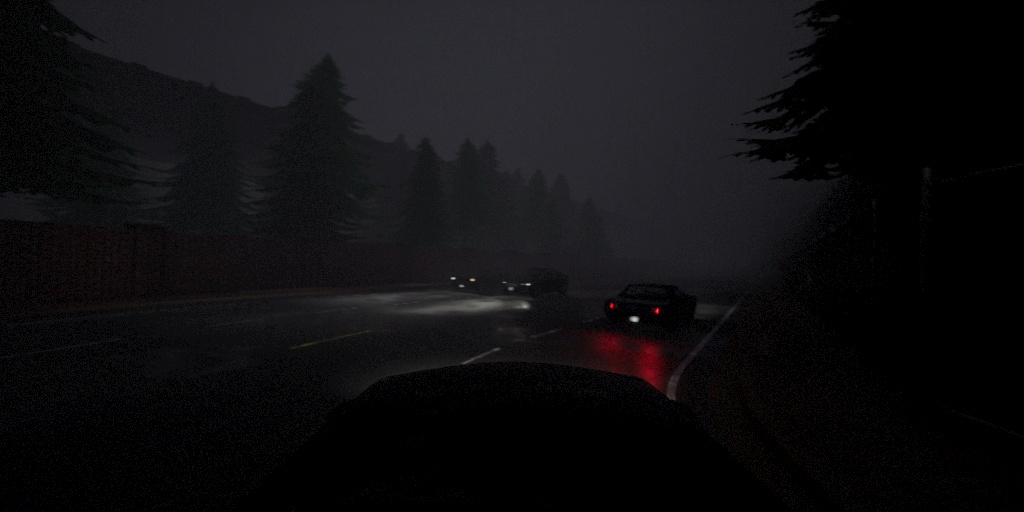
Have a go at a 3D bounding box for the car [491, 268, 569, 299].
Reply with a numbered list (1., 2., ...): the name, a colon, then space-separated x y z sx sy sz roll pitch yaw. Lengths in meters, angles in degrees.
1. car: 1.379 1.392 19.449 2.128 1.511 4.902 2 0 36

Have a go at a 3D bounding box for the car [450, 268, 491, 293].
1. car: -1.475 1.402 21.480 1.895 1.301 4.718 2 0 36

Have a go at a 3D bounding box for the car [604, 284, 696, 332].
1. car: 4.870 1.597 12.151 1.895 1.301 4.718 2 0 37
